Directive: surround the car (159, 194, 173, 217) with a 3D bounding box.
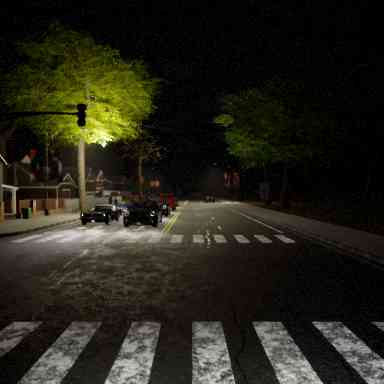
[{"bbox_3d":[-3.197,1.344,31.389,2.097,1.767,4.553,0,0,0],"label":"car"}]

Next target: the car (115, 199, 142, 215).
[{"bbox_3d":[-6.422,1.518,34.200,1.812,1.442,4.674,0,0,0],"label":"car"}]

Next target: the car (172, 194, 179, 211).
[{"bbox_3d":[-3.148,1.215,41.223,2.150,2.045,5.566,0,0,0],"label":"car"}]

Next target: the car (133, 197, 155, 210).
[{"bbox_3d":[-6.374,1.486,44.640,2.128,1.511,4.902,0,0,1],"label":"car"}]

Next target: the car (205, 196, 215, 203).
[{"bbox_3d":[3.669,1.505,67.644,1.837,1.490,4.892,0,0,1],"label":"car"}]

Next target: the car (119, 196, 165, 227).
[{"bbox_3d":[-3.240,1.345,22.531,2.097,1.767,4.553,0,0,0],"label":"car"}]

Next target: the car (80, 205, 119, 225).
[{"bbox_3d":[-6.482,1.594,24.028,1.895,1.301,4.718,0,0,0],"label":"car"}]

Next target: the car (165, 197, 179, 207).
[{"bbox_3d":[-3.062,1.500,51.662,1.837,1.490,4.892,0,0,1],"label":"car"}]
